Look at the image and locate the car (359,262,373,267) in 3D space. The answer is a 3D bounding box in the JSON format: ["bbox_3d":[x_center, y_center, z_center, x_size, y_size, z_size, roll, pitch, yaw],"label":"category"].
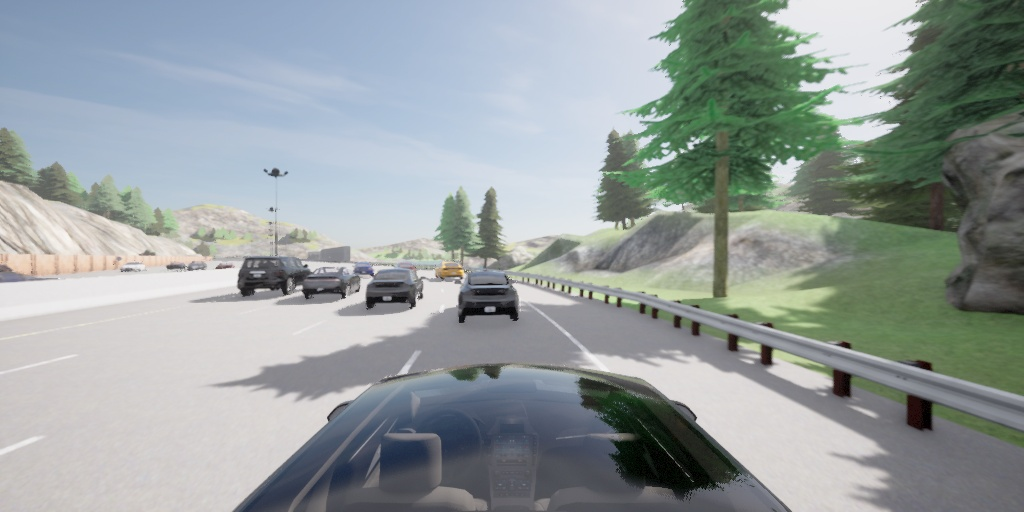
[{"bbox_3d":[-14.775,1.345,35.546,1.812,1.442,4.674,0,0,-24],"label":"car"}]

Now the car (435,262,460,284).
[{"bbox_3d":[-5.596,1.253,31.612,1.882,1.535,5.008,0,0,-20],"label":"car"}]

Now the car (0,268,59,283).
[{"bbox_3d":[-22.724,1.406,15.285,2.033,1.411,5.357,0,0,-13],"label":"car"}]

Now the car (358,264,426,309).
[{"bbox_3d":[-4.850,1.278,15.294,1.837,1.490,4.892,0,0,-9],"label":"car"}]

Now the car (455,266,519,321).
[{"bbox_3d":[-0.924,1.259,12.506,1.837,1.490,4.892,0,0,-7],"label":"car"}]

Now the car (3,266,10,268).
[{"bbox_3d":[-26.719,1.424,17.103,2.033,1.411,5.357,0,0,-14],"label":"car"}]

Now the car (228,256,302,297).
[{"bbox_3d":[-12.860,1.032,19.842,2.150,2.045,5.566,0,0,-13],"label":"car"}]

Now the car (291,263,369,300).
[{"bbox_3d":[-8.997,1.284,18.243,2.128,1.511,4.902,0,0,-12],"label":"car"}]

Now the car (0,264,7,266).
[{"bbox_3d":[-31.515,1.252,20.660,2.097,1.767,4.553,0,0,-19],"label":"car"}]
